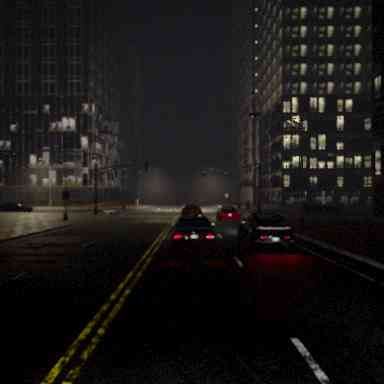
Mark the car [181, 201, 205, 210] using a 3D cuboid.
[{"bbox_3d":[0.023,1.875,30.895,1.882,1.535,5.008,0,-1,1],"label":"car"}]

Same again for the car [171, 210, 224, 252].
[{"bbox_3d":[0.064,1.743,14.873,2.033,1.411,5.357,0,-1,0],"label":"car"}]

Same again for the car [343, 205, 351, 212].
[{"bbox_3d":[21.672,2.294,50.921,4.829,1.417,1.752,0,0,1],"label":"car"}]

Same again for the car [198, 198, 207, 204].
[{"bbox_3d":[3.003,2.570,89.651,1.895,1.301,4.718,0,-1,0],"label":"car"}]

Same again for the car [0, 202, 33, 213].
[{"bbox_3d":[-22.842,2.008,43.043,4.313,1.339,1.947,0,0,1],"label":"car"}]

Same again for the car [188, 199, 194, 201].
[{"bbox_3d":[-0.247,2.501,89.613,1.812,1.442,4.674,0,-1,0],"label":"car"}]

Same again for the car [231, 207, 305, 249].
[{"bbox_3d":[3.309,1.692,15.612,2.128,1.511,4.902,0,-1,0],"label":"car"}]

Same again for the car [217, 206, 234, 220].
[{"bbox_3d":[3.269,1.953,30.514,1.994,1.385,4.181,0,-1,0],"label":"car"}]

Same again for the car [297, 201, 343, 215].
[{"bbox_3d":[16.086,2.066,42.622,5.009,1.841,2.192,0,0,1],"label":"car"}]
